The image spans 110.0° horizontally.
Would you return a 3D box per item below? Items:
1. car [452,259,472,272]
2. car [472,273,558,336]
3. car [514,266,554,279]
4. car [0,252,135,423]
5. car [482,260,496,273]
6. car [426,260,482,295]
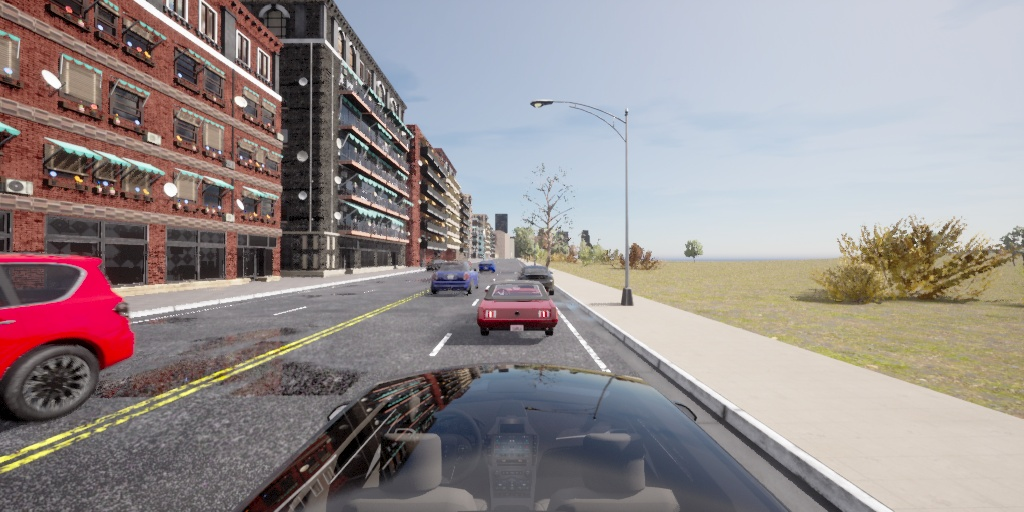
[{"bbox_3d":[-6.418,1.231,46.241,1.882,1.535,5.008,0,0,0],"label":"car"},{"bbox_3d":[0.133,1.353,10.376,1.895,1.301,4.718,0,0,0],"label":"car"},{"bbox_3d":[1.209,1.258,19.576,1.837,1.490,4.892,0,0,0],"label":"car"},{"bbox_3d":[-6.596,0.972,2.855,2.150,2.045,5.566,0,0,0],"label":"car"},{"bbox_3d":[-2.980,1.231,43.730,1.882,1.535,5.008,0,0,0],"label":"car"},{"bbox_3d":[-3.076,1.105,20.108,2.097,1.767,4.553,0,0,0],"label":"car"}]
